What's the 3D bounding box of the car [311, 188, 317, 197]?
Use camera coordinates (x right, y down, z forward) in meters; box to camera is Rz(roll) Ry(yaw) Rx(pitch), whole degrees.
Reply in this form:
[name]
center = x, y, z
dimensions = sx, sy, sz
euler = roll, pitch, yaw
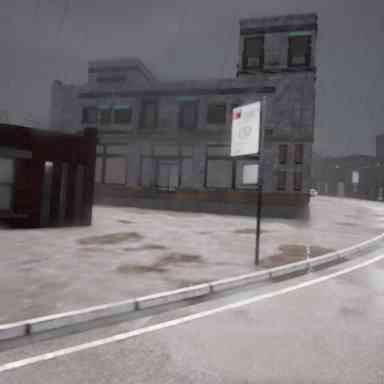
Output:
[car]
center = 20.229, -0.235, 60.264
dimensions = 2.150, 2.045, 5.566
euler = 4, 2, -18
